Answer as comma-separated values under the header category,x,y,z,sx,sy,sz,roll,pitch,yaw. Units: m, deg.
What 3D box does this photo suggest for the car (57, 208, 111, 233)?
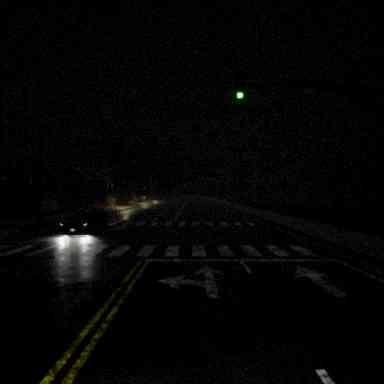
category,x,y,z,sx,sy,sz,roll,pitch,yaw
car,-6.468,1.694,20.678,2.033,1.411,5.357,0,0,0
